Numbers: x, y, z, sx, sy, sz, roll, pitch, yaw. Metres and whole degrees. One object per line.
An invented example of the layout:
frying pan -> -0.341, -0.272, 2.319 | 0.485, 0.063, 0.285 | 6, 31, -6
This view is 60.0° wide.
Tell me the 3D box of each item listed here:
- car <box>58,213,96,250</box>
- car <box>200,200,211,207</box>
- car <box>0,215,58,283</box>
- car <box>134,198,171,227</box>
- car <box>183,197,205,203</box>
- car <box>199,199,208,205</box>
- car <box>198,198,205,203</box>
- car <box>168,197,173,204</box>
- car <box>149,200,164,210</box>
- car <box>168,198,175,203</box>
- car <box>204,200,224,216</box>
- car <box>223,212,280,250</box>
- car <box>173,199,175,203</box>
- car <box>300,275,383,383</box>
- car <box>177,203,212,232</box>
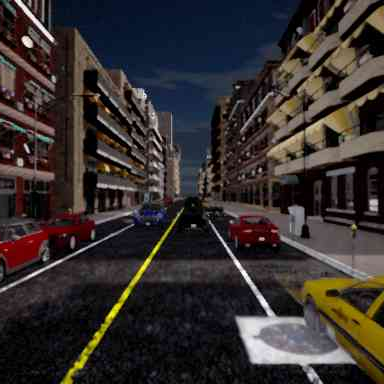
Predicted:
car -> -5.693, 1.696, 15.037 | 1.887, 1.381, 4.507 | 0, -1, 0
car -> 2.671, 2.216, 65.758 | 1.947, 1.339, 4.313 | 0, -1, 0
car -> -5.691, 1.535, 9.401 | 1.967, 1.590, 4.097 | 0, -1, 0
car -> -3.008, 1.600, 24.924 | 2.097, 1.767, 4.553 | 0, 0, 0
car -> 0.090, 1.623, 40.462 | 2.150, 2.045, 5.566 | 0, -1, 0
car -> 2.667, 2.342, 77.030 | 1.802, 1.307, 4.206 | 0, -1, 0
car -> 2.662, 2.507, 93.938 | 1.802, 1.307, 4.206 | 0, -1, 0
car -> -5.711, 2.250, 71.396 | 1.887, 1.381, 4.507 | 0, -1, 0
car -> -5.706, 2.091, 54.487 | 2.008, 1.369, 4.403 | 0, -1, 0
car -> -5.718, 2.449, 93.770 | 1.752, 1.417, 4.829 | 0, -1, 0
car -> 2.680, 1.925, 37.578 | 2.008, 1.369, 4.403 | 0, -1, 0
car -> 2.687, 1.695, 15.035 | 1.887, 1.381, 4.507 | 0, -1, 0
car -> -5.714, 2.131, 82.671 | 2.192, 1.841, 5.009 | 0, -1, 0
car -> 2.691, 1.566, 3.933 | 1.752, 1.417, 4.829 | 0, -1, 0
car -> 0.094, 1.722, 21.675 | 1.837, 1.490, 4.892 | 0, -1, 0
